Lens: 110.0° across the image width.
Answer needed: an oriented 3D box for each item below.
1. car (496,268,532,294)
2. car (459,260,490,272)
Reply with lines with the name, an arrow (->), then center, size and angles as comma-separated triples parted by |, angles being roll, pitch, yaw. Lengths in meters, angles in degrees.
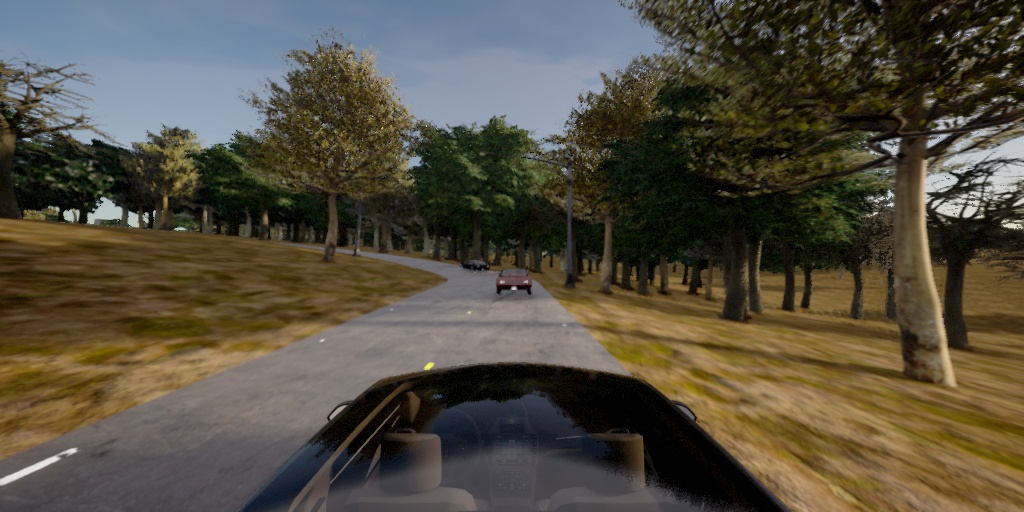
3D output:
car -> 0.107, 1.367, 20.603 | 1.895, 1.301, 4.718 | 0, 0, 0
car -> -4.469, 1.085, 41.966 | 1.895, 1.301, 4.718 | 0, 3, -32
